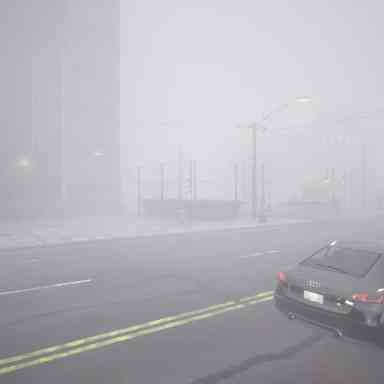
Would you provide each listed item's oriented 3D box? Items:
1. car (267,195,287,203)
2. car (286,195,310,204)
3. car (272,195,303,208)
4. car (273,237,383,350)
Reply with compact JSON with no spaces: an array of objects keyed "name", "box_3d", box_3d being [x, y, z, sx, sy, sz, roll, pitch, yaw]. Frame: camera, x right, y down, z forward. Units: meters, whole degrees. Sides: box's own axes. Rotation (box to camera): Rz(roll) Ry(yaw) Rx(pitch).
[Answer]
[{"name":"car","box_3d":[17.356,1.452,67.771,3.806,1.475,1.970,0,0,-36]},{"name":"car","box_3d":[20.261,1.420,63.769,4.674,1.452,2.002,0,0,-36]},{"name":"car","box_3d":[13.347,1.254,44.710,4.553,1.767,2.185,0,0,-36]},{"name":"car","box_3d":[3.480,1.564,6.227,4.181,1.385,1.994,0,0,-35]}]
